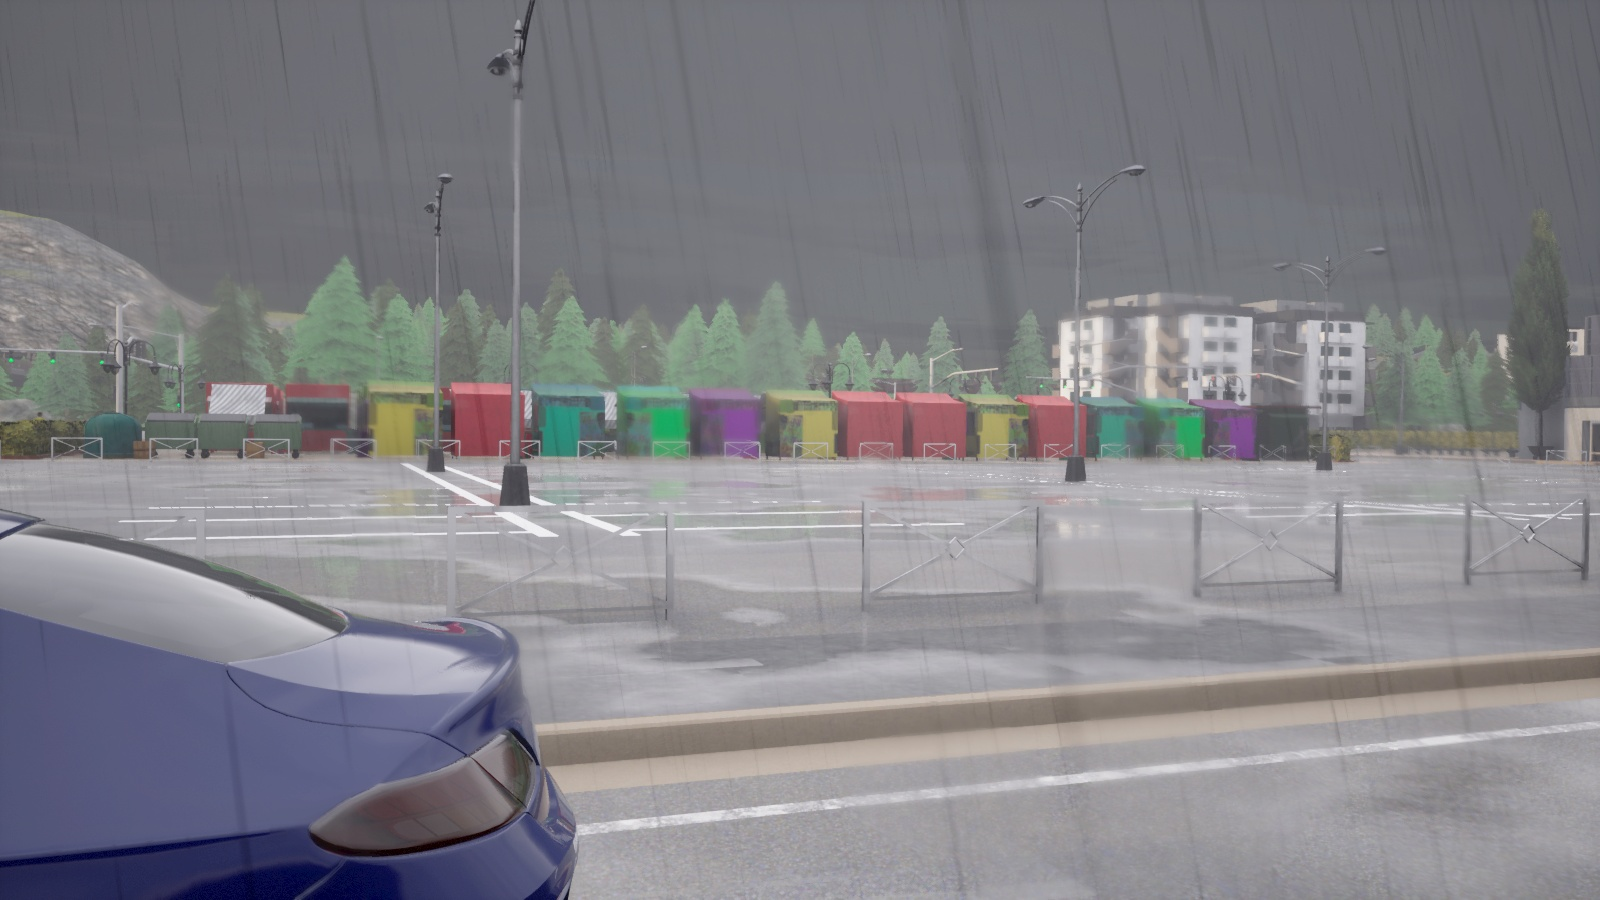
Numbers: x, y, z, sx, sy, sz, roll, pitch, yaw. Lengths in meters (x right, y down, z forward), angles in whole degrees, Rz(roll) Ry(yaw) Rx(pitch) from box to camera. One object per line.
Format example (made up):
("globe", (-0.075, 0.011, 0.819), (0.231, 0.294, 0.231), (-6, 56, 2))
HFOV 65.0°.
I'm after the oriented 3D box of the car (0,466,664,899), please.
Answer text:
("car", (-2.743, 0.818, 2.198), (4.674, 1.442, 1.812), (-1, 1, -21))
